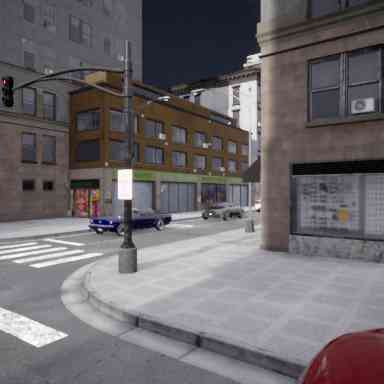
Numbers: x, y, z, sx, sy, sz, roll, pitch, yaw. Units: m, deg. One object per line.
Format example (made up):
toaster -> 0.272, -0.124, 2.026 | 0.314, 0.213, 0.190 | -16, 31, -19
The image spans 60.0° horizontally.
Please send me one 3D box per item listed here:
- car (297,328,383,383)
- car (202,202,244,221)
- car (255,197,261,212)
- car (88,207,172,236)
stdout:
car -> 2.732, 1.315, 0.876 | 5.009, 1.841, 2.192 | 0, 0, 35
car -> 2.514, 1.456, 26.370 | 1.994, 1.385, 4.181 | 0, 0, 35
car -> 8.612, 1.070, 34.997 | 2.150, 2.045, 5.566 | 0, 0, 36
car -> -3.257, 1.535, 18.172 | 1.895, 1.301, 4.718 | 0, 0, 35
